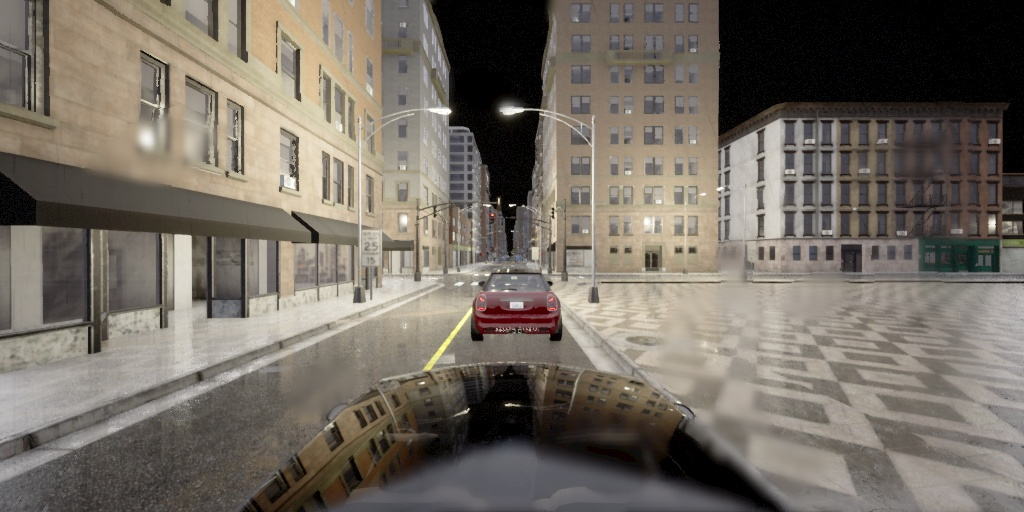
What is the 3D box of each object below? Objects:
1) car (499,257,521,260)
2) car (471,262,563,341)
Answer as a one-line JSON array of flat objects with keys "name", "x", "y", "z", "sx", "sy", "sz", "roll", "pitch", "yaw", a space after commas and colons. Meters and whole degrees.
[{"name": "car", "x": 0.056, "y": 1.101, "z": 19.832, "sx": 2.097, "sy": 1.767, "sz": 4.553, "roll": 0, "pitch": 0, "yaw": -1}, {"name": "car", "x": 0.105, "y": 1.101, "z": 10.015, "sx": 2.097, "sy": 1.767, "sz": 4.553, "roll": 0, "pitch": 0, "yaw": 0}]
